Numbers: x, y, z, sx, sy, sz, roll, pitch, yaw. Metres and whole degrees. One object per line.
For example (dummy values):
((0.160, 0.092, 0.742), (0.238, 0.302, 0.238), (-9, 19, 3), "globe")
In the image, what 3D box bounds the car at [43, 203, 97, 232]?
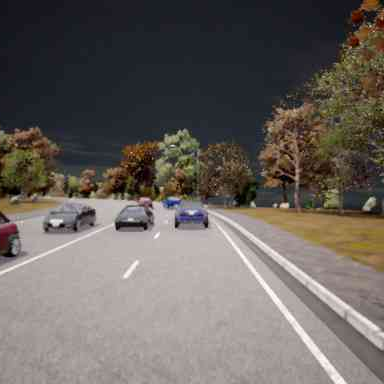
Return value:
((-7.067, 1.427, 19.711), (2.128, 1.511, 4.902), (0, 0, 0), "car")

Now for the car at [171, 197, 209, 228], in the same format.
((-0.056, 1.282, 21.909), (2.097, 1.767, 4.553), (0, 0, -1), "car")

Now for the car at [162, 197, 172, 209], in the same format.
((-2.612, 1.364, 42.609), (1.882, 1.535, 5.008), (1, 0, -14), "car")

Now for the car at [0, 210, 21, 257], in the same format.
((-7.013, 1.336, 9.680), (2.097, 1.767, 4.553), (0, 0, 0), "car")

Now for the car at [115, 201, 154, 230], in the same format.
((-3.486, 1.497, 20.690), (1.994, 1.385, 4.181), (0, 0, -1), "car")

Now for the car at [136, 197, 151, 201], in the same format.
((-6.079, 1.372, 42.200), (1.812, 1.442, 4.674), (1, 0, -14), "car")
